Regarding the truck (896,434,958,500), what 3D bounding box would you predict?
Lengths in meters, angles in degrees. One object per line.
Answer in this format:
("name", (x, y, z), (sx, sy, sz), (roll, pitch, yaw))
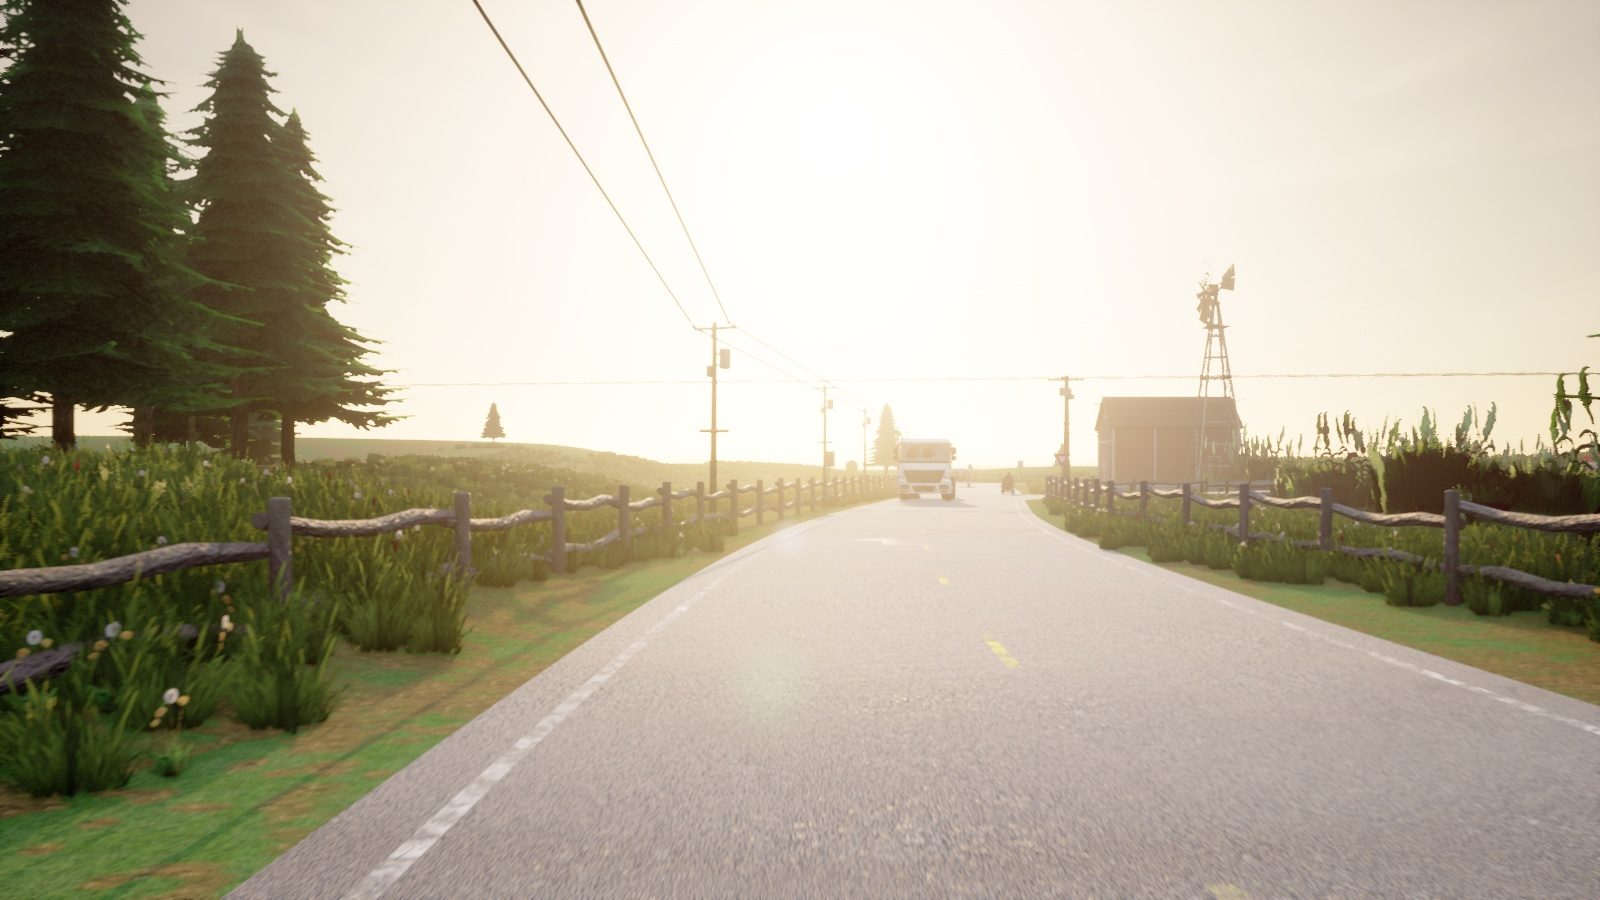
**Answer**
("truck", (7.193, 0.979, 70.163), (2.891, 3.462, 7.936), (0, -1, 9))
